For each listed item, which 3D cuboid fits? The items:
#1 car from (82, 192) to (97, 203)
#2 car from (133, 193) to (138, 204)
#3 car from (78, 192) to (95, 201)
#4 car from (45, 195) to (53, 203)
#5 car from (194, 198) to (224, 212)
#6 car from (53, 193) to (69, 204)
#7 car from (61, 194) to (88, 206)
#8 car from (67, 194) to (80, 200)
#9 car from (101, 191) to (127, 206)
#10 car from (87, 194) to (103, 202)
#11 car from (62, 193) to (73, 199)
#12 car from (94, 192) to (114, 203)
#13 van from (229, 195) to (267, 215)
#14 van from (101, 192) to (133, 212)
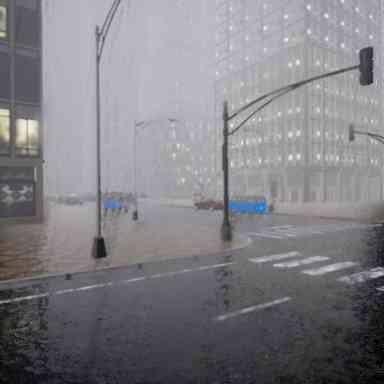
[{"bbox_3d":[-18.019,1.165,60.254,1.882,1.535,5.008,-1,1,-34],"label":"car"},{"bbox_3d":[-10.483,1.024,53.922,2.192,1.841,5.009,0,0,-34],"label":"car"},{"bbox_3d":[-22.900,0.917,72.274,2.192,1.841,5.009,0,0,-34],"label":"car"},{"bbox_3d":[-26.736,1.286,62.992,1.802,1.307,4.206,0,0,-34],"label":"car"},{"bbox_3d":[1.951,1.358,35.589,1.887,1.381,4.507,0,0,-34],"label":"car"},{"bbox_3d":[-20.528,1.309,53.815,2.008,1.369,4.403,0,0,-34],"label":"car"},{"bbox_3d":[-17.424,1.351,49.228,1.947,1.339,4.313,0,0,-34],"label":"car"},{"bbox_3d":[-29.108,1.099,81.451,2.008,1.369,4.403,0,0,-34],"label":"car"},{"bbox_3d":[-12.164,0.959,51.651,2.150,2.045,5.566,-1,1,-34],"label":"car"},{"bbox_3d":[-19.796,1.195,67.688,1.947,1.339,4.313,0,0,-34],"label":"car"},{"bbox_3d":[-32.308,1.045,86.179,1.752,1.417,4.829,0,0,-34],"label":"car"},{"bbox_3d":[-16.692,0.971,63.098,2.192,1.841,5.009,0,0,-34],"label":"car"},{"bbox_3d":[5.129,1.180,31.051,1.690,1.788,3.998,0,0,-34],"label":"van"},{"bbox_3d":[-8.112,1.205,35.463,1.690,1.788,3.998,0,0,-34],"label":"van"}]
